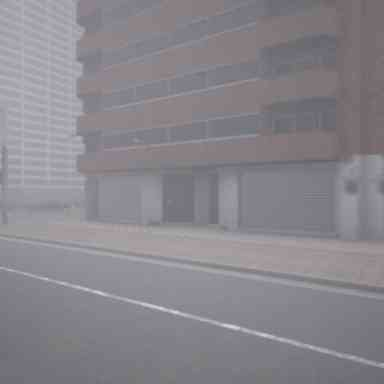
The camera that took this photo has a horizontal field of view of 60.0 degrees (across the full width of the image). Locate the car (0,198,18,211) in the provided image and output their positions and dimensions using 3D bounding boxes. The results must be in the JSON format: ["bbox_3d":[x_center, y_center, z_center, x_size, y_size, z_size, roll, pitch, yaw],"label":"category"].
[{"bbox_3d":[-21.543,1.434,37.001,1.882,1.535,5.008,0,0,34],"label":"car"}]

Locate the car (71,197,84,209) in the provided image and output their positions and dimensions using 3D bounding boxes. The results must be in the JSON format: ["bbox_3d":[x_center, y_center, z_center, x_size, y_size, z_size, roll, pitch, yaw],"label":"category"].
[{"bbox_3d":[-15.695,1.446,45.628,1.837,1.490,4.892,0,0,34],"label":"car"}]

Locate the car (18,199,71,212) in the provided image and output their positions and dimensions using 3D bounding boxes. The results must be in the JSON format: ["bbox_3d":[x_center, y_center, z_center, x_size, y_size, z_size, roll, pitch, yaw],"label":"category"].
[{"bbox_3d":[-16.690,1.554,37.925,1.895,1.301,4.718,0,0,34],"label":"car"}]
